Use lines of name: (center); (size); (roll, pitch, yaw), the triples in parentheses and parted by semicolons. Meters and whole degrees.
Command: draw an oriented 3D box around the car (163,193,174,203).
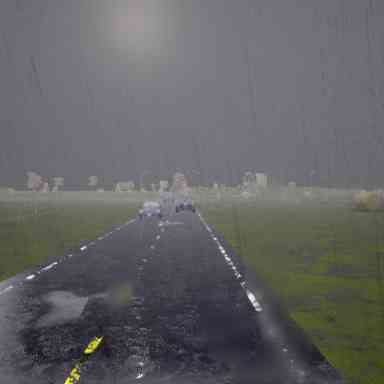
car: (-4.773, 1.182, 68.754); (2.150, 2.045, 5.566); (0, 0, -3)

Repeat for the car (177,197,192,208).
car: (-1.095, 1.474, 47.717); (2.128, 1.511, 4.902); (0, 0, -2)

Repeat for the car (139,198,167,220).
car: (-3.442, 1.520, 28.689); (1.812, 1.442, 4.674); (0, 0, -1)

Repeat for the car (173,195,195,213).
car: (-0.740, 1.342, 37.474); (2.097, 1.767, 4.553); (0, 0, -2)
